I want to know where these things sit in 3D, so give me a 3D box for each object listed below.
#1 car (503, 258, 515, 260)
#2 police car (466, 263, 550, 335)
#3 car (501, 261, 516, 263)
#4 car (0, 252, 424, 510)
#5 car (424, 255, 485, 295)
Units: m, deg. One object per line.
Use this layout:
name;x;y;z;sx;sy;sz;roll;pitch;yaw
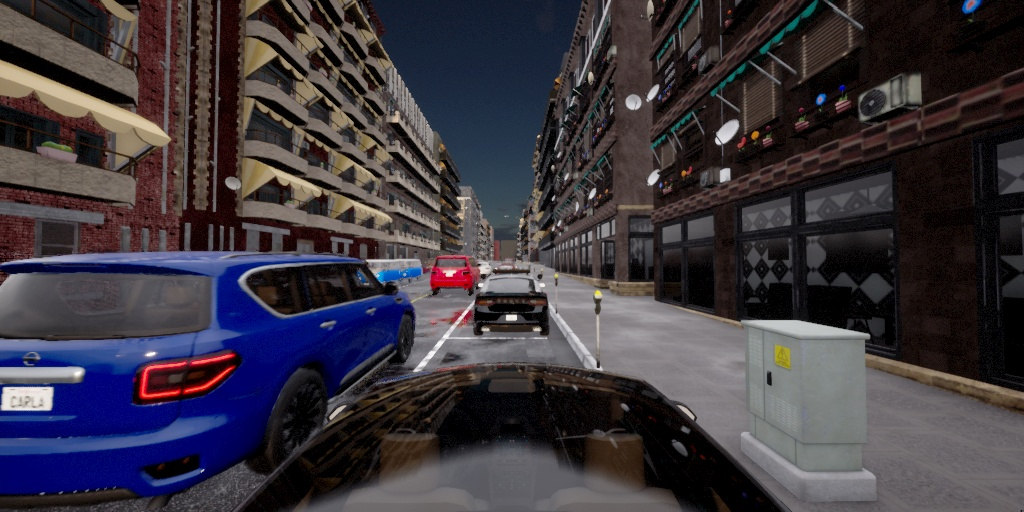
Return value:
car;-0.445;1.240;39.134;1.967;1.591;4.097;0;0;0
police car;-0.012;1.180;10.613;1.930;1.638;5.238;0;0;0
car;-0.452;1.322;28.072;1.888;1.381;4.507;0;0;0
car;-3.020;0.975;4.920;2.150;2.045;5.566;0;0;0
car;-2.985;0.987;19.950;2.150;2.045;5.566;0;0;1
